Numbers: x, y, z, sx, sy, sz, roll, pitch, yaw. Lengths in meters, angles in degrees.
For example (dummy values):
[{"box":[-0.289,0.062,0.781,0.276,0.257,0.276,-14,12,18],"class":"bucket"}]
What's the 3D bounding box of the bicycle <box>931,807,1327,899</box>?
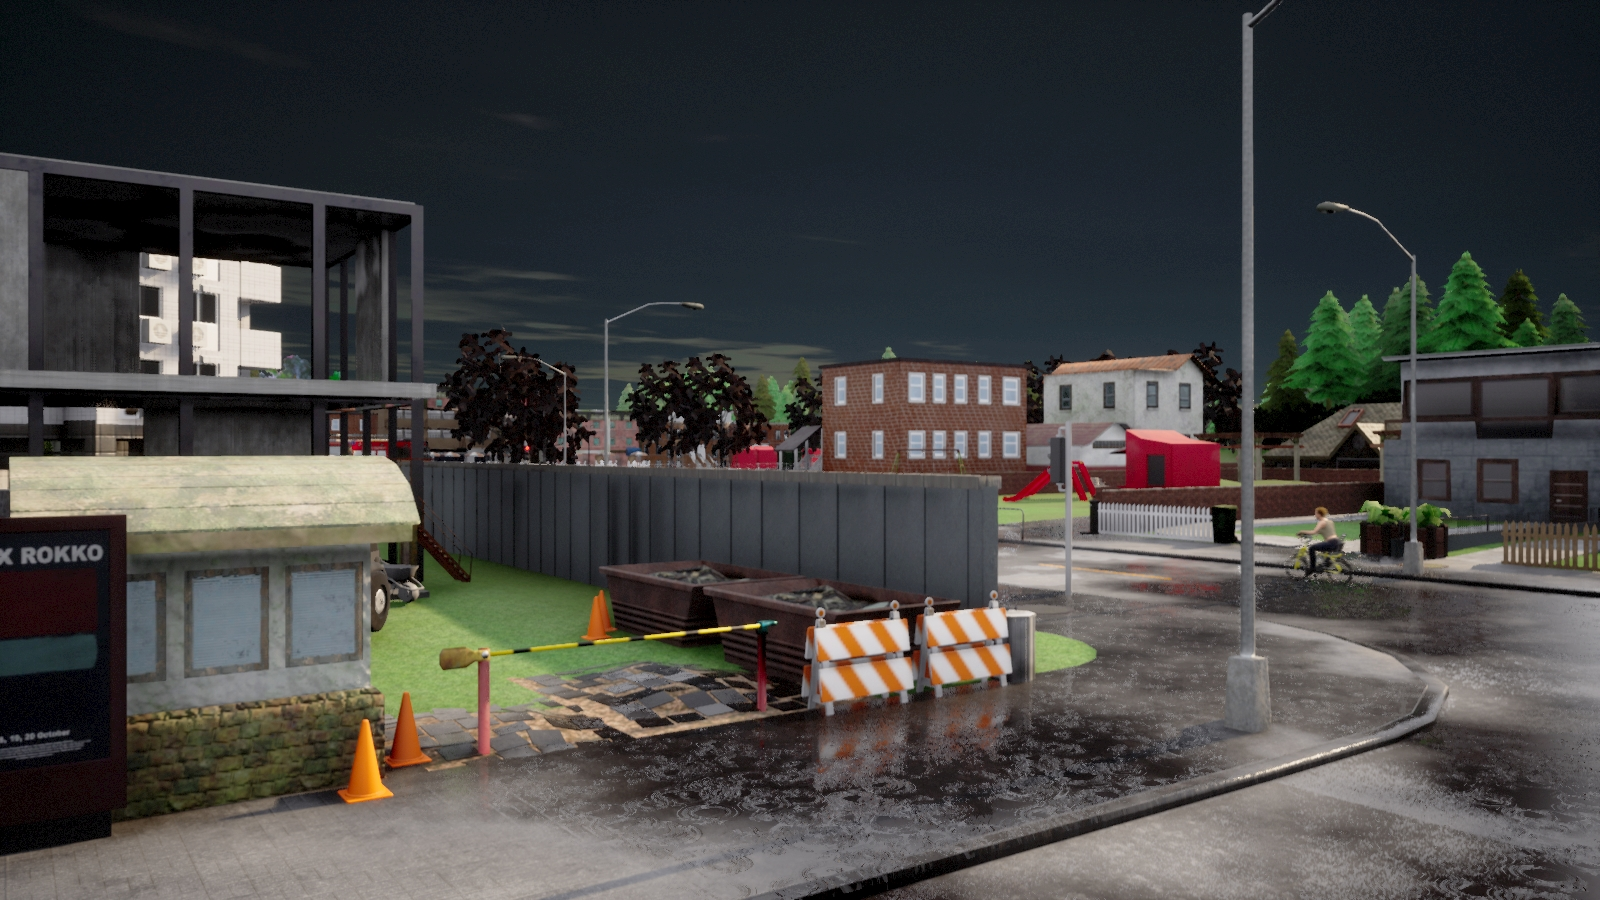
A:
[{"box":[0.995,2.058,3.583,1.835,1.471,0.329,1,0,-36],"class":"bicycle"}]
